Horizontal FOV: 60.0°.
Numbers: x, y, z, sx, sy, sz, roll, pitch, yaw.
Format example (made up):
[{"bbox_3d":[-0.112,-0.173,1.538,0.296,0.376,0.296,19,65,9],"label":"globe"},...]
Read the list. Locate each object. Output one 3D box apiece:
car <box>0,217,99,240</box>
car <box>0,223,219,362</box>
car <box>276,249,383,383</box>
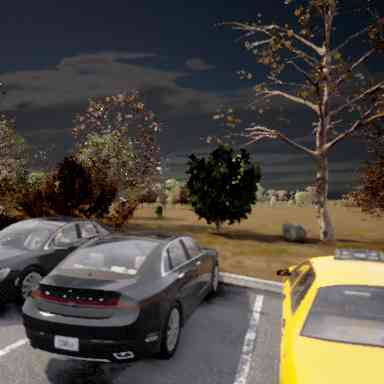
[{"bbox_3d":[-3.506,1.390,8.011,2.231,1.521,4.892,1,0,16],"label":"car"},{"bbox_3d":[-0.750,1.435,6.030,2.231,1.521,4.892,1,0,15],"label":"car"},{"bbox_3d":[2.060,1.476,4.245,1.946,1.575,5.366,1,0,16],"label":"car"}]
